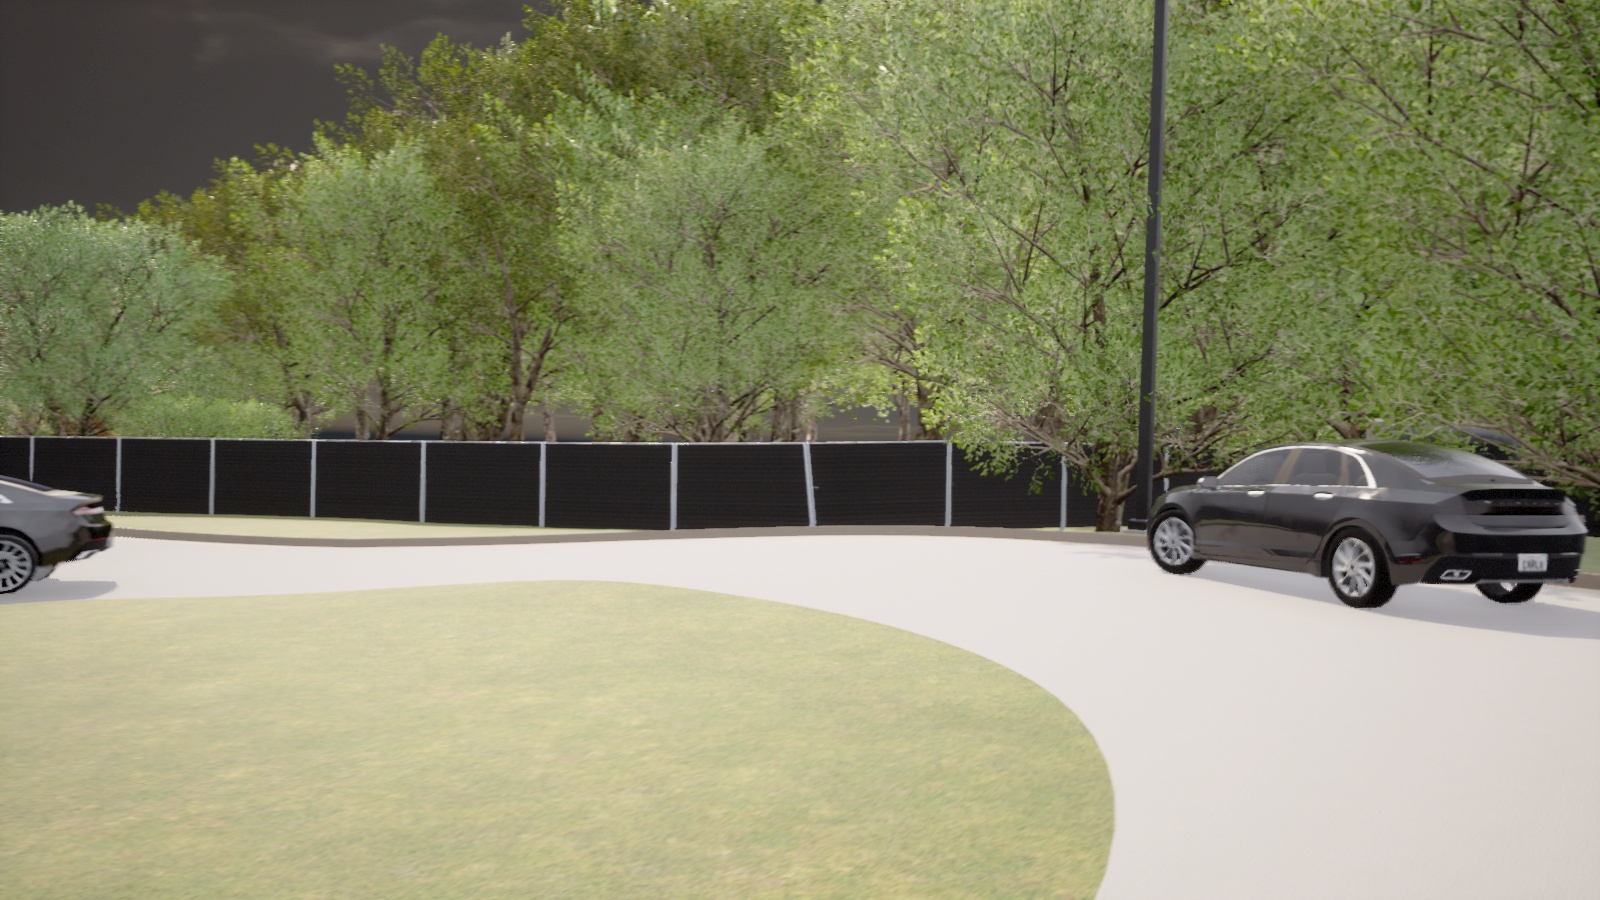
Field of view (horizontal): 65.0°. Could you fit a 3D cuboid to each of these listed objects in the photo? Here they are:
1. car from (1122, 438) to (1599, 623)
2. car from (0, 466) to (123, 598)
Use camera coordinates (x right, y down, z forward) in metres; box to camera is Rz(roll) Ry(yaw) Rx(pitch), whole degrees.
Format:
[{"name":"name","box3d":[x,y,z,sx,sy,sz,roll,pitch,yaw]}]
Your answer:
[{"name":"car","box3d":[5.382,0.638,12.721,1.837,1.490,4.892,1,0,-16]},{"name":"car","box3d":[-11.125,1.003,15.233,4.902,1.511,2.128,-1,0,-22]}]
